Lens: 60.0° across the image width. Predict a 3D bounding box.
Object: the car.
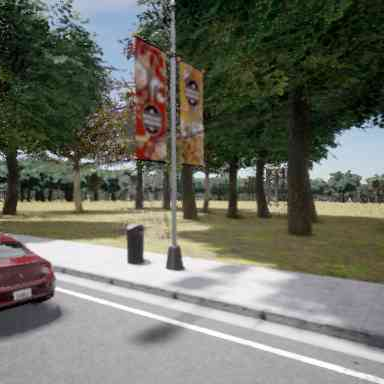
[{"bbox_3d":[-4.708,1.558,6.923,4.674,1.442,1.812,0,0,36],"label":"car"}]
